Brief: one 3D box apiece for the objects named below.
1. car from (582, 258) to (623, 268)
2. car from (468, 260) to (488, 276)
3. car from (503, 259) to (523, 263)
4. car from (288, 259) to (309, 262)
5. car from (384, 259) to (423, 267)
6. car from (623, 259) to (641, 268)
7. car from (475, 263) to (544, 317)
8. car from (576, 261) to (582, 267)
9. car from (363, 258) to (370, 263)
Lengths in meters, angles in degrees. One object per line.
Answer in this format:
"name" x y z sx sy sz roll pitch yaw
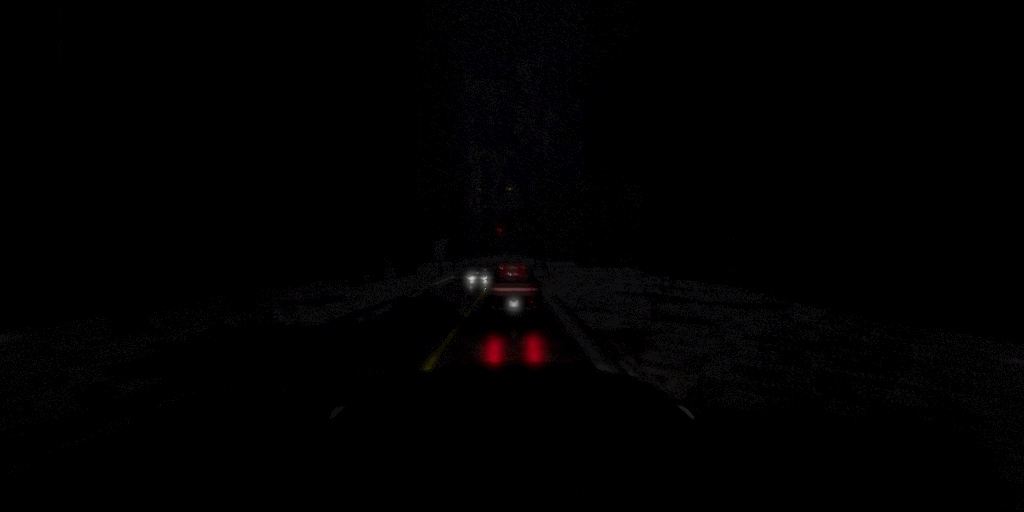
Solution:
"car" 12.314 1.063 48.957 4.403 1.370 2.007 0 0 0
"car" -3.078 1.140 34.878 2.033 1.411 5.357 0 0 0
"car" 0.072 0.978 28.026 2.097 1.767 4.553 0 0 0
"car" -30.675 0.964 48.802 4.313 1.339 1.948 0 0 0
"car" -14.605 0.956 48.860 4.829 1.417 1.751 0 0 0
"car" 17.984 1.099 48.977 4.313 1.339 1.948 0 0 0
"car" 0.074 1.188 12.840 2.128 1.511 4.902 0 0 0
"car" 12.313 1.039 57.482 4.097 1.591 1.967 0 0 0
"car" -20.075 0.963 48.840 4.507 1.381 1.888 0 0 0
